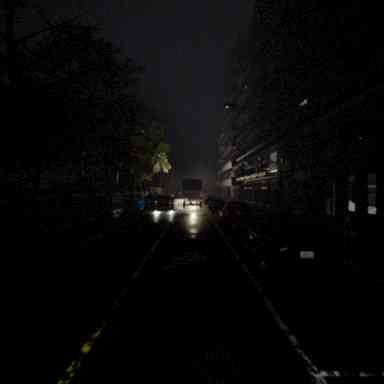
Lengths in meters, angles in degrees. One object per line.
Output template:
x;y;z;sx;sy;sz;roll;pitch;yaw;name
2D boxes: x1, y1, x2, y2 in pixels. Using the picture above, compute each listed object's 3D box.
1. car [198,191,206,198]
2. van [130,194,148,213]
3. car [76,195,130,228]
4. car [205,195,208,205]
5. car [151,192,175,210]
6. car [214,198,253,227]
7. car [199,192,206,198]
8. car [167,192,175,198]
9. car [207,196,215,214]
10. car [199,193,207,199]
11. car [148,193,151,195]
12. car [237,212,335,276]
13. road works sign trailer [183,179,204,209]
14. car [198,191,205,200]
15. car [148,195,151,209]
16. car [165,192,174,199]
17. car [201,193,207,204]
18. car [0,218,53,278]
2.796;0.728;94.319;2.192;1.841;5.009;0;0;0;car
-5.653;1.114;32.396;1.690;1.788;3.998;0;0;0;van
-5.666;1.163;21.136;2.192;1.841;5.009;0;0;0;car
2.733;1.319;38.019;1.802;1.307;4.206;0;0;0;car
-3.051;1.094;37.355;2.097;1.767;4.553;0;0;0;car
2.714;1.288;21.127;1.967;1.590;4.097;0;0;0;car
2.790;0.883;88.690;1.967;1.590;4.097;0;0;0;car
-5.591;0.883;88.698;1.967;1.590;4.097;0;0;0;car
2.727;1.297;32.558;1.752;1.417;4.829;0;0;0;car
2.784;1.017;83.061;1.887;1.381;4.507;0;0;0;car
-5.641;1.247;43.658;1.887;1.381;4.507;0;0;0;car
2.701;1.493;9.869;1.947;1.339;4.313;0;0;0;car
0.047;0.182;41.037;2.380;3.560;2.880;0;0;0;road works sign trailer
2.778;1.047;77.431;1.887;1.381;4.507;0;0;0;car
-5.647;1.319;38.028;1.802;1.307;4.206;0;0;0;car
-5.597;0.913;83.070;1.967;1.590;4.097;0;0;0;car
2.745;1.233;49.281;1.947;1.339;4.313;0;0;0;car
-5.679;1.493;9.878;1.947;1.339;4.313;0;0;0;car
